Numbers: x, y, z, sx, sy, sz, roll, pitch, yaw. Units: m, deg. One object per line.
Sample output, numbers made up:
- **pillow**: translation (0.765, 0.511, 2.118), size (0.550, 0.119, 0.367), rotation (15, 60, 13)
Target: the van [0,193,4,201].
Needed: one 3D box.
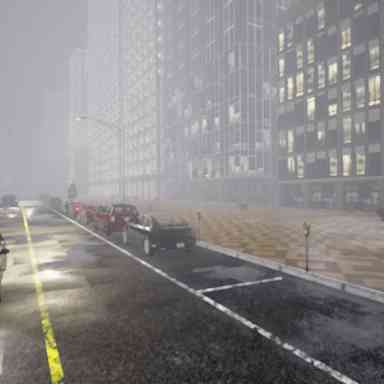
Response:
- **van**: translation (-40.297, 1.016, 69.359), size (1.690, 1.788, 3.998), rotation (0, 0, -27)

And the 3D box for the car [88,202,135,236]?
- **car**: translation (-3.995, 1.332, 17.672), size (1.967, 1.590, 4.097), rotation (0, 0, -27)

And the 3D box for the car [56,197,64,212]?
- **car**: translation (-11.865, 1.366, 32.818), size (2.008, 1.369, 4.403), rotation (0, 0, -27)

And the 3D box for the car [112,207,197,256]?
- **car**: translation (-1.372, 1.468, 12.625), size (2.008, 1.369, 4.403), rotation (0, 0, -27)

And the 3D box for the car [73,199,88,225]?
- **car**: translation (-6.618, 1.410, 22.721), size (1.887, 1.381, 4.507), rotation (0, 0, -27)

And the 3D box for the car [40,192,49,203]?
- **car**: translation (-25.059, 1.219, 58.208), size (1.752, 1.417, 4.829), rotation (0, 0, -27)

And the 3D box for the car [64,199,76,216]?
- **car**: translation (-9.242, 1.422, 27.770), size (1.802, 1.307, 4.206), rotation (0, 0, -27)

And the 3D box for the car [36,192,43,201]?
- **car**: translation (-30.226, 0.963, 68.153), size (2.192, 1.841, 5.009), rotation (0, 0, -27)

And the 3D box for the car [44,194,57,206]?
- **car**: translation (-19.734, 1.308, 47.961), size (1.947, 1.339, 4.313), rotation (0, 0, -27)

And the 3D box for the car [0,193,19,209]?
- **car**: translation (-23.321, 1.142, 42.508), size (2.097, 1.767, 4.553), rotation (0, 0, -27)

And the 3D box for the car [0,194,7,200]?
- **car**: translation (-45.544, 1.181, 79.456), size (2.008, 1.369, 4.403), rotation (0, 0, -27)

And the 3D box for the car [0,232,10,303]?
- **car**: translation (-5.349, 1.511, 7.713), size (2.033, 1.411, 5.357), rotation (0, 0, -27)
